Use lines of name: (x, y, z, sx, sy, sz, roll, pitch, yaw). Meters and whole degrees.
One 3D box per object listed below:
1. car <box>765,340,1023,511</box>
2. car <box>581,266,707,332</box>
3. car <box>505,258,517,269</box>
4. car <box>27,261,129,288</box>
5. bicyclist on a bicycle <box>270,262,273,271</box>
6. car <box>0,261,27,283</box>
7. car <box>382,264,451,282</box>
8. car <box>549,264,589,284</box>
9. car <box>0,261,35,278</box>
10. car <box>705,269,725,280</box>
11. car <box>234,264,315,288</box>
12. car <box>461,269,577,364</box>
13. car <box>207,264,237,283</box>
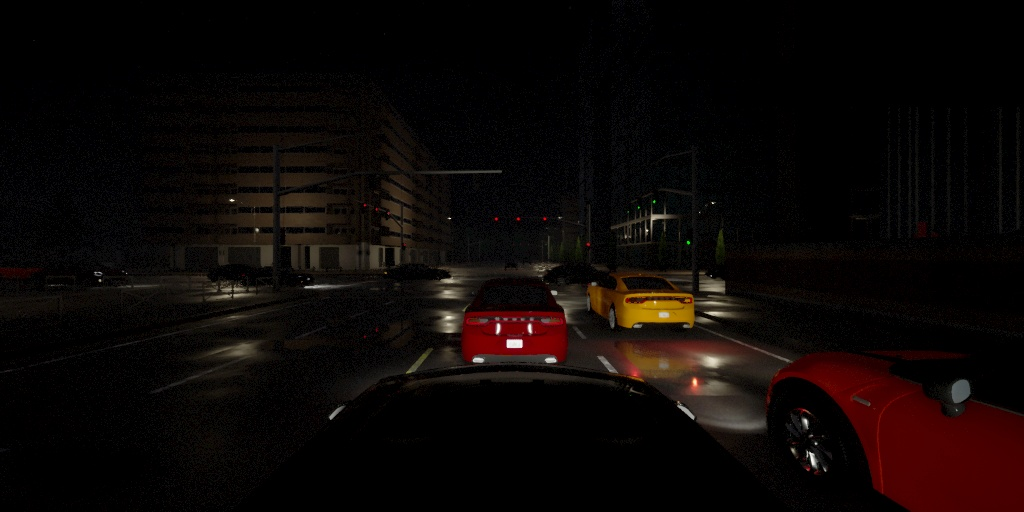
car: (3.600, 1.102, 1.733, 2.097, 1.767, 4.553, 0, 0, 0)
car: (3.580, 1.228, 10.879, 1.882, 1.535, 5.008, 0, 0, 0)
car: (-0.156, 1.276, 53.984, 1.812, 1.442, 4.674, 0, 0, 0)
car: (-28.840, 1.157, 24.177, 4.553, 1.767, 2.097, 0, 0, 0)
bicyclist on a bicycle: (-25.527, 1.106, 38.644, 0.582, 1.620, 1.656, 0, 0, 0)
car: (-36.762, 1.156, 27.712, 4.553, 1.767, 2.097, 0, 0, 0)
car: (-7.751, 1.325, 29.195, 5.357, 1.411, 2.033, 0, 0, -22)
car: (4.602, 1.281, 24.040, 4.892, 1.490, 1.837, 0, 0, 0)
car: (-50.339, 1.297, 34.913, 4.902, 1.511, 2.128, 0, 0, 1)
car: (19.530, 1.406, 31.180, 4.718, 1.301, 1.895, 0, 0, 0)
car: (-15.680, 1.370, 24.122, 4.181, 1.385, 1.994, 0, 0, 0)
car: (0.061, 1.228, 8.105, 1.882, 1.535, 5.008, 0, 0, 0)
car: (-20.760, 1.331, 27.646, 4.674, 1.442, 1.812, 0, 0, 0)
